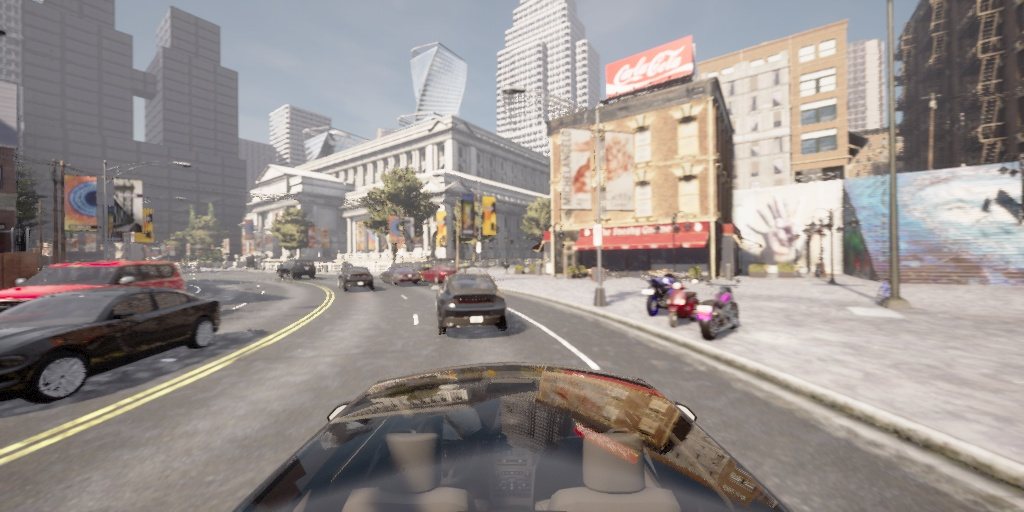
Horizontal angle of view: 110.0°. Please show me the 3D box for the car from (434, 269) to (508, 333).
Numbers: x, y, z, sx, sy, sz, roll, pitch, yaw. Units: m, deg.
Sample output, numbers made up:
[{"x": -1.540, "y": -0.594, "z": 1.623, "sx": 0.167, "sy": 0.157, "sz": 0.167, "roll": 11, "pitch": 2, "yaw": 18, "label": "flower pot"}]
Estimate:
[{"x": -1.384, "y": 1.310, "z": 11.074, "sx": 1.837, "sy": 1.490, "sz": 4.892, "roll": 0, "pitch": 0, "yaw": -12, "label": "car"}]

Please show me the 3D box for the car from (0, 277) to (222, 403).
[{"x": -7.688, "y": 1.342, "z": 6.617, "sx": 1.882, "sy": 1.535, "sz": 5.008, "roll": 0, "pitch": 0, "yaw": -10, "label": "car"}]

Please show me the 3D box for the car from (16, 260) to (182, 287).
[{"x": -12.098, "y": 1.155, "z": 10.531, "sx": 2.150, "sy": 2.045, "sz": 5.566, "roll": 0, "pitch": 0, "yaw": -18, "label": "car"}]

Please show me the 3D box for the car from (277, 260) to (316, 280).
[{"x": -22.688, "y": 1.398, "z": 37.726, "sx": 5.566, "sy": 2.045, "sz": 2.150, "roll": 0, "pitch": 0, "yaw": 39, "label": "car"}]

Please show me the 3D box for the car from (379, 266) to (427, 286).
[{"x": -8.863, "y": 1.513, "z": 28.152, "sx": 2.033, "sy": 1.411, "sz": 5.357, "roll": 0, "pitch": 0, "yaw": -35, "label": "car"}]

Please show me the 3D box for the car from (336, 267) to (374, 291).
[{"x": -10.607, "y": 1.476, "z": 24.246, "sx": 1.837, "sy": 1.490, "sz": 4.892, "roll": 0, "pitch": -1, "yaw": -31, "label": "car"}]
